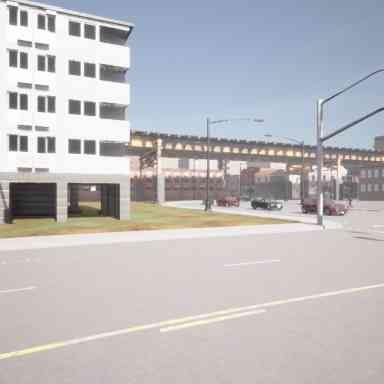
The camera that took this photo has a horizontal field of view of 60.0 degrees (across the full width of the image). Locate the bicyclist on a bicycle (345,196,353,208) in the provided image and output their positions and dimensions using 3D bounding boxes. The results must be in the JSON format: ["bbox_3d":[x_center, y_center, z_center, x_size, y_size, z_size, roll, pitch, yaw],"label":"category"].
[{"bbox_3d":[20.436,1.303,43.310,1.656,1.620,0.582,0,0,-25],"label":"bicyclist on a bicycle"}]

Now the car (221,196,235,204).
[{"bbox_3d":[7.349,1.491,66.747,2.128,1.511,4.902,0,0,14],"label":"car"}]

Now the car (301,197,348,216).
[{"bbox_3d":[13.110,1.352,33.080,2.097,1.767,4.553,0,0,-25],"label":"car"}]

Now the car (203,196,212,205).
[{"bbox_3d":[2.916,1.505,59.907,1.837,1.490,4.892,0,0,-1],"label":"car"}]

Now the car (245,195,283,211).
[{"bbox_3d":[9.244,1.491,41.354,2.128,1.511,4.902,0,0,-25],"label":"car"}]

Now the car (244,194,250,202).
[{"bbox_3d":[11.879,1.525,75.701,2.128,1.511,4.902,0,0,41],"label":"car"}]

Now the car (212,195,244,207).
[{"bbox_3d":[5.367,1.478,50.095,1.882,1.535,5.008,0,0,-22],"label":"car"}]
